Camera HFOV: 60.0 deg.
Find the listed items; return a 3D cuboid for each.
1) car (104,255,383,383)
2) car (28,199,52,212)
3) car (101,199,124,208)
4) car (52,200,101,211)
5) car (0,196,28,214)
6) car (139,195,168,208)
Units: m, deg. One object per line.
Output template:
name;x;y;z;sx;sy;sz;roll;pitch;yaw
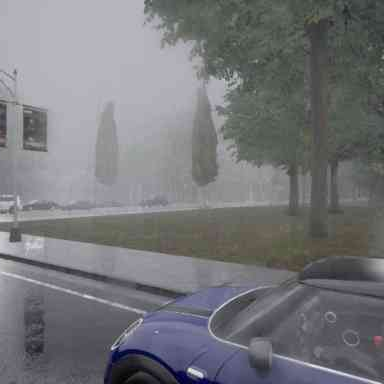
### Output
car;1.370;1.352;2.711;4.553;1.767;2.097;0;0;35
car;-19.832;1.695;43.092;1.882;1.535;5.008;0;0;35
car;-12.924;1.849;52.969;1.994;1.385;4.181;0;0;35
car;-15.176;1.778;44.084;2.033;1.411;5.357;0;0;35
car;-21.133;1.399;35.564;2.150;2.045;5.566;0;0;34
car;-6.462;1.550;56.477;2.150;2.045;5.566;0;-1;38
